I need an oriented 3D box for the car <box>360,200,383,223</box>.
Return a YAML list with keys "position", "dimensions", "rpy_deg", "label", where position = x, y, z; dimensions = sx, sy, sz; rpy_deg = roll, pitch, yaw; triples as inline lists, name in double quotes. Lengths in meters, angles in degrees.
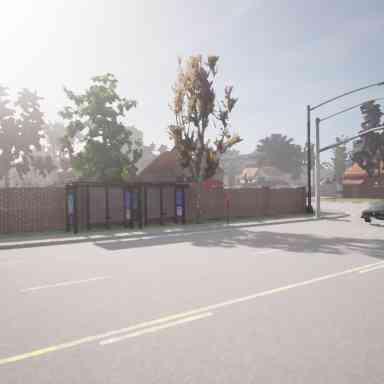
- position: [13.221, 1.211, 21.885]
  dimensions: [5.357, 1.411, 2.033]
  rpy_deg: [-1, 0, -35]
  label: "car"
